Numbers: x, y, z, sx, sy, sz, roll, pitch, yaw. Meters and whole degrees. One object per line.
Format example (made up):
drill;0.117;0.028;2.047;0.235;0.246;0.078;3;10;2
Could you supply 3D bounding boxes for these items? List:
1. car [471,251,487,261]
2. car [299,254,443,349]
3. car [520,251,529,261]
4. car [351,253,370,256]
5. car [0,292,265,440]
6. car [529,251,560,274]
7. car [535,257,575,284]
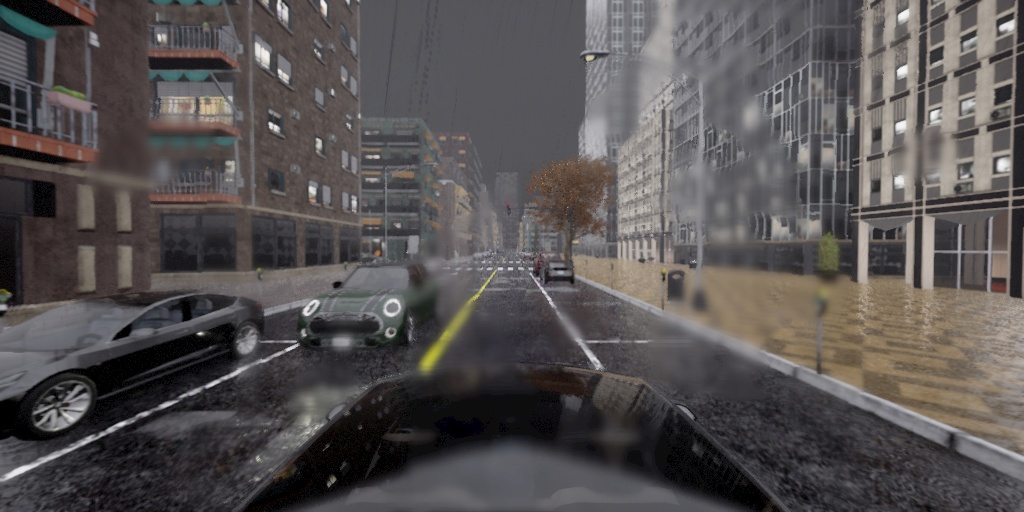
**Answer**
car;-5.691;0.140;59.796;2.007;1.370;4.403;0;0;0
car;-3.100;0.956;8.822;2.097;1.767;4.553;0;1;0
car;2.689;0.135;59.796;1.888;1.381;4.507;0;0;0
car;-16.437;0.310;40.379;4.403;1.370;2.007;0;0;-1
car;-5.690;1.242;5.328;1.948;1.339;4.313;0;0;0
car;2.690;0.544;27.415;2.192;1.841;5.009;0;0;0
car;2.691;0.906;21.893;1.948;1.339;4.313;0;0;0
